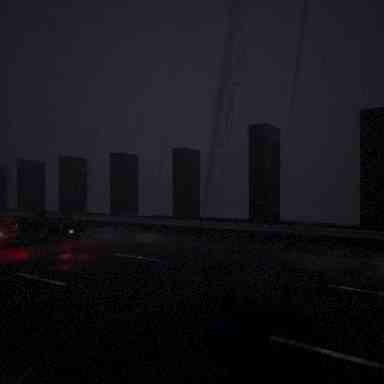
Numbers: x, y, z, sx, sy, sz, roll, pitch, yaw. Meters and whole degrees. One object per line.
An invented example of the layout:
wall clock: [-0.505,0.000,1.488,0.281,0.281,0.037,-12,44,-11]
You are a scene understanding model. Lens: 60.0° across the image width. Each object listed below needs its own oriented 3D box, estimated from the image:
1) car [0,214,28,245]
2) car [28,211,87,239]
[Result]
car: [-9.474,1.482,14.105,5.008,1.535,1.882,0,0,31]
car: [-7.712,1.614,17.129,4.718,1.301,1.895,0,0,31]
